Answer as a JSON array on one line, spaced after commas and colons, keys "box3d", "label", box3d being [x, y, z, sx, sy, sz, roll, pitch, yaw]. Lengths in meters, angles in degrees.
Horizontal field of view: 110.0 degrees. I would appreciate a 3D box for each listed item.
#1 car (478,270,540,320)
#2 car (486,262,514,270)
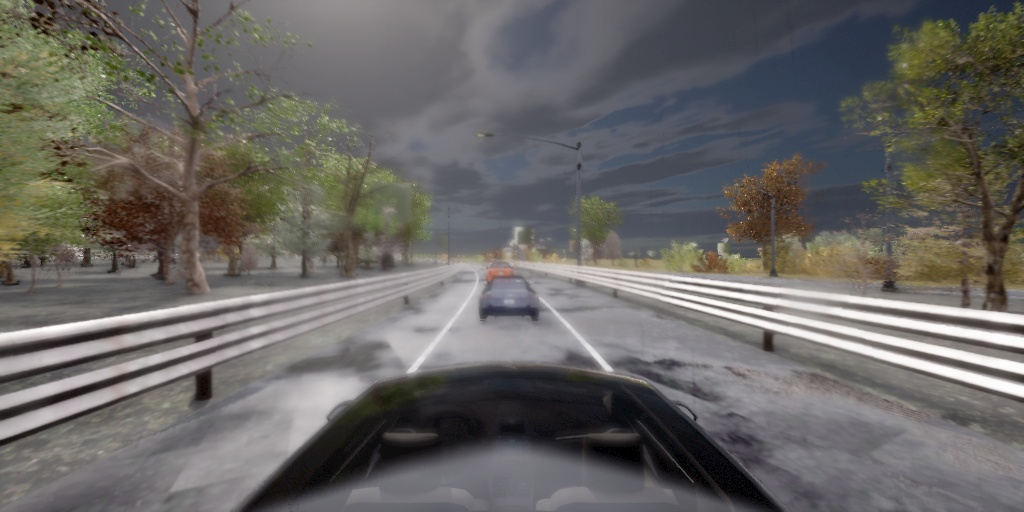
[{"box3d": [-0.137, 1.371, 12.867, 1.994, 1.385, 4.181, 0, 0, -2], "label": "car"}, {"box3d": [-0.897, 1.230, 27.365, 2.097, 1.767, 4.553, 0, 0, -4], "label": "car"}]
